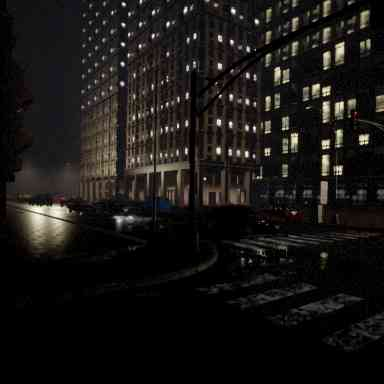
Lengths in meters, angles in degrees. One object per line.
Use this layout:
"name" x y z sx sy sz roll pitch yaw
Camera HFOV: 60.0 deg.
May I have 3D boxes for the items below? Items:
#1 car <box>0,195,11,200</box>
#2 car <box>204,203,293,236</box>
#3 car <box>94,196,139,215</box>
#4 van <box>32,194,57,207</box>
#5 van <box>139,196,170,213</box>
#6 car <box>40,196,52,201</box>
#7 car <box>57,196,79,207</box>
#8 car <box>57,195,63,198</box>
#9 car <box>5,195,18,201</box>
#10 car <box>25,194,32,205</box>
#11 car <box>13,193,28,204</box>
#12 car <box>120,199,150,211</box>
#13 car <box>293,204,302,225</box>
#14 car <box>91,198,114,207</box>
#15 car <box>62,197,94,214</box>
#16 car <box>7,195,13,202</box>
"car" -46.808 1.366 83.399 1.752 1.417 4.829 1 -1 -35
"car" 2.702 1.433 18.200 1.882 1.535 5.008 1 -1 -35
"car" -7.466 1.422 32.511 2.128 1.511 4.902 1 -1 -35
"van" -20.726 1.197 46.701 1.690 1.788 3.998 1 -1 -35
"van" -4.080 1.382 37.741 1.690 1.788 3.998 1 -1 -35
"car" -36.803 1.571 83.783 1.802 1.307 4.206 1 -1 -35
"car" -16.369 1.513 45.113 1.895 1.301 4.718 1 -1 -35
"car" -24.912 1.307 62.584 2.097 1.767 4.553 1 -1 -35
"car" -40.360 1.378 74.326 2.008 1.369 4.403 1 -1 -35
"car" -24.002 1.432 51.303 1.802 1.307 4.206 1 -1 -35
"car" -30.541 1.155 60.515 2.192 1.841 5.009 1 -1 -35
"car" -7.356 1.584 42.343 2.008 1.369 4.403 1 -1 -35
"car" 5.734 1.505 23.926 1.967 1.590 4.097 1 -1 -35
"car" -13.900 1.587 51.552 1.947 1.339 4.313 1 -1 -35
"car" -10.914 1.427 32.886 2.008 1.369 4.403 1 -1 -35
"car" -37.089 1.397 69.722 1.947 1.339 4.313 1 -1 -35
